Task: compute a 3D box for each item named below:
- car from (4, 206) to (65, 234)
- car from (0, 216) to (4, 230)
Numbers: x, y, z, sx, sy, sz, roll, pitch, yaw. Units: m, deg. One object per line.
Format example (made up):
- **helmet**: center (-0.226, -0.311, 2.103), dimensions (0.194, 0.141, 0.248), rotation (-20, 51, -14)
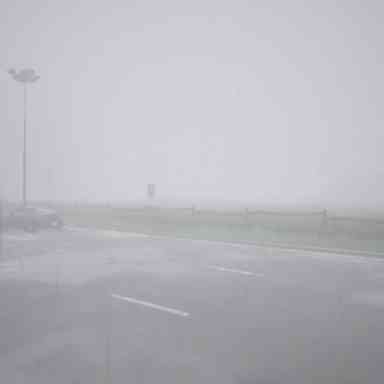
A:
- **car**: center (-9.213, 1.520, 19.135), dimensions (4.674, 1.442, 1.812), rotation (0, 0, 35)
- **car**: center (-11.878, 1.485, 16.753), dimensions (4.902, 1.511, 2.128), rotation (0, 0, 35)
